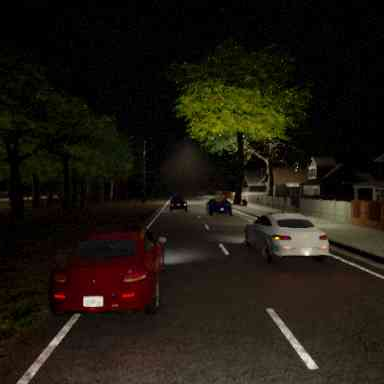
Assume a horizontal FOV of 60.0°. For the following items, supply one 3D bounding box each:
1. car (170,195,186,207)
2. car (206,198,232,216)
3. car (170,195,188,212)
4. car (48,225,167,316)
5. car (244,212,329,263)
[{"bbox_3d":[-1.885,1.177,45.604,2.033,1.411,5.357,0,1,-2],"label":"car"},{"bbox_3d":[2.353,1.245,29.732,1.882,1.535,5.008,0,0,-2],"label":"car"},{"bbox_3d":[-1.386,1.275,34.951,2.033,1.411,5.357,0,0,-2],"label":"car"},{"bbox_3d":[-1.576,1.462,7.301,1.812,1.442,4.674,0,0,-2],"label":"car"},{"bbox_3d":[3.082,1.425,11.522,1.812,1.442,4.674,0,0,-2],"label":"car"}]
